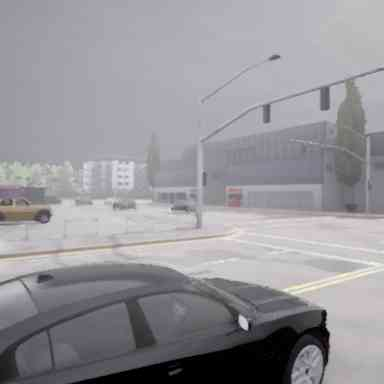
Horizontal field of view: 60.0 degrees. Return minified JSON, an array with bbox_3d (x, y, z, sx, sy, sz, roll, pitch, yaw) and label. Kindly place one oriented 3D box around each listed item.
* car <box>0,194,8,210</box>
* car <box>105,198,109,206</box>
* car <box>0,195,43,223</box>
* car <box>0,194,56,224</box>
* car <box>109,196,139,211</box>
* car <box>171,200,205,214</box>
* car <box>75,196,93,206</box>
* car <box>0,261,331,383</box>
[{"bbox_3d":[-24.394,1.175,39.986,3.866,1.878,1.905,0,0,-35],"label":"car"},{"bbox_3d":[-13.302,1.654,56.257,1.812,1.442,4.674,0,0,-33],"label":"car"},{"bbox_3d":[-13.009,1.175,24.003,3.866,1.878,1.905,0,0,-35],"label":"car"},{"bbox_3d":[-11.379,1.172,21.611,4.605,1.855,1.932,0,0,-35],"label":"car"},{"bbox_3d":[-8.537,1.458,42.801,2.097,1.767,4.553,0,0,-34],"label":"car"},{"bbox_3d":[-0.490,1.615,37.099,2.128,1.511,4.902,0,0,-34],"label":"car"},{"bbox_3d":[-18.933,1.502,58.448,2.097,1.767,4.553,0,0,-34],"label":"car"},{"bbox_3d":[-0.603,1.486,3.375,5.008,1.535,1.882,0,0,-35],"label":"car"}]
